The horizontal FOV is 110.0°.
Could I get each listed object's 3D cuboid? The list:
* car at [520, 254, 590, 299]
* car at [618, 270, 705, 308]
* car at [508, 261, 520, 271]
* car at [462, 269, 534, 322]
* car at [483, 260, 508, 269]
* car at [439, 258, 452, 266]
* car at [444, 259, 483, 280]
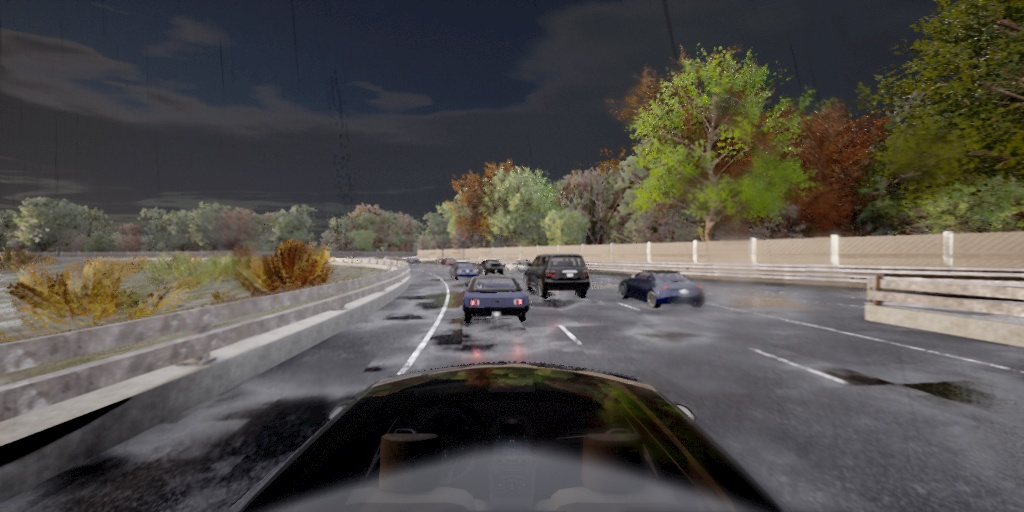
[{"bbox_3d":[2.085,0.904,18.017,2.150,2.045,5.566,0,0,-9],"label":"car"},{"bbox_3d":[5.980,1.250,14.836,1.994,1.385,4.181,0,0,-6],"label":"car"},{"bbox_3d":[0.970,1.207,38.198,1.895,1.301,4.718,0,0,-25],"label":"car"},{"bbox_3d":[-0.651,1.311,12.190,1.895,1.301,4.718,0,0,-6],"label":"car"},{"bbox_3d":[-2.237,1.128,35.432,1.837,1.490,4.892,0,0,-18],"label":"car"},{"bbox_3d":[-10.936,1.104,61.564,1.994,1.385,4.181,0,0,-32],"label":"car"},{"bbox_3d":[-4.116,1.196,29.914,2.033,1.411,5.357,0,0,-16],"label":"car"}]
